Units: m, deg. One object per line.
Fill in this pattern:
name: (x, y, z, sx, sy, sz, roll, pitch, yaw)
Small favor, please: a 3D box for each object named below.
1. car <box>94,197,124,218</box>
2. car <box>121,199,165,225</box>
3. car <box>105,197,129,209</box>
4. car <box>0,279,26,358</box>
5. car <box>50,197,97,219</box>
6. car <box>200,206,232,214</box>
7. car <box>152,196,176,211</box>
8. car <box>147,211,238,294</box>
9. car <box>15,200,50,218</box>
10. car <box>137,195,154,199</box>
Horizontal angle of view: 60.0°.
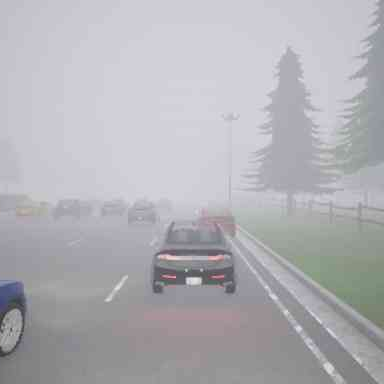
car: (-6.889, 1.484, 30.251, 2.128, 1.511, 4.902, 0, 0, 0)
car: (-3.394, 1.486, 24.080, 2.128, 1.511, 4.902, 0, 0, 0)
car: (-10.383, 1.480, 46.387, 2.128, 1.511, 4.902, 0, 0, 0)
car: (-3.398, 1.477, 2.972, 1.882, 1.535, 5.008, 0, 0, 0)
car: (-10.390, 1.345, 29.504, 2.097, 1.767, 4.553, 0, 0, 0)
car: (1.232, 1.474, 18.139, 1.882, 1.535, 5.008, 0, 0, 0)
car: (-3.384, 1.538, 40.962, 2.033, 1.411, 5.357, 0, 0, 0)
car: (0.056, 1.489, 8.797, 2.128, 1.511, 4.902, 0, 0, 0)
car: (-14.008, 1.470, 30.018, 1.882, 1.535, 5.008, 0, 0, -2)
car: (-6.882, 1.494, 46.502, 1.837, 1.490, 4.892, 0, 0, 0)
